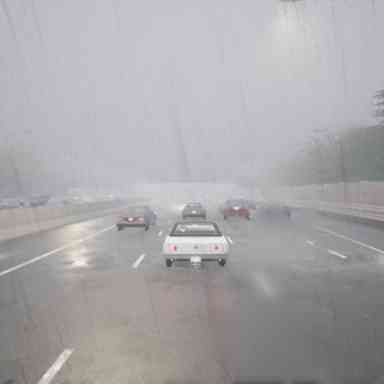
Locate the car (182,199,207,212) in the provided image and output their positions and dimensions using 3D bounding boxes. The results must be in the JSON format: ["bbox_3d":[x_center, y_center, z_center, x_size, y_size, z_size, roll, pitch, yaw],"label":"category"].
[{"bbox_3d":[0.190,1.597,28.828,1.994,1.385,4.181,0,0,0],"label":"car"}]

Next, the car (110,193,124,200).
[{"bbox_3d":[-16.885,1.423,77.465,1.882,1.535,5.008,0,0,1],"label":"car"}]

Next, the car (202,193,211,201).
[{"bbox_3d":[4.437,1.682,95.501,1.882,1.535,5.008,0,0,1],"label":"car"}]

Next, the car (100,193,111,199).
[{"bbox_3d":[-20.356,1.002,79.307,2.150,2.045,5.566,0,0,1],"label":"car"}]

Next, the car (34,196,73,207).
[{"bbox_3d":[-13.965,1.521,34.366,1.882,1.535,5.008,0,0,1],"label":"car"}]

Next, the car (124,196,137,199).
[{"bbox_3d":[-13.419,1.625,75.220,1.837,1.490,4.892,0,0,1],"label":"car"}]

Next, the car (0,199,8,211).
[{"bbox_3d":[-20.924,1.559,38.847,1.837,1.490,4.892,0,0,1],"label":"car"}]

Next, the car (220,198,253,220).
[{"bbox_3d":[3.587,1.385,28.753,2.097,1.767,4.553,0,0,0],"label":"car"}]

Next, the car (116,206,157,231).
[{"bbox_3d":[-3.351,1.565,20.832,2.033,1.411,5.357,0,0,0],"label":"car"}]

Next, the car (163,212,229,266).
[{"bbox_3d":[0.115,1.607,11.578,1.895,1.301,4.718,0,0,0],"label":"car"}]

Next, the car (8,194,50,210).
[{"bbox_3d":[-17.444,1.270,36.785,2.150,2.045,5.566,0,0,1],"label":"car"}]

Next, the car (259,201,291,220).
[{"bbox_3d":[6.967,1.511,28.191,1.882,1.535,5.008,0,0,2],"label":"car"}]

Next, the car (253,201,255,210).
[{"bbox_3d":[7.277,1.569,44.738,2.128,1.511,4.902,0,0,1],"label":"car"}]

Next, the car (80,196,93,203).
[{"bbox_3d":[-23.918,1.646,75.385,1.812,1.442,4.674,0,0,1],"label":"car"}]
